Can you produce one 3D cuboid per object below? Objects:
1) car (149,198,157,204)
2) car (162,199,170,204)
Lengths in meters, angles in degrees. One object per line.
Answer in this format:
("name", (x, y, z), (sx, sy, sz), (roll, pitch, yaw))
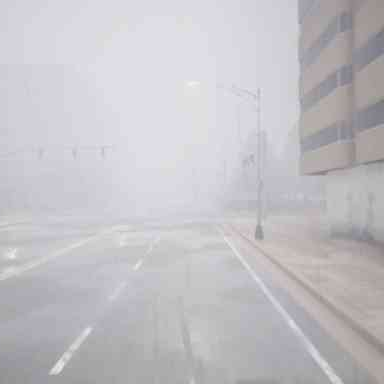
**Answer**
("car", (-10.474, 2.447, 89.539), (2.128, 1.511, 4.902), (0, -1, 0))
("car", (-6.974, 2.474, 89.538), (1.994, 1.385, 4.181), (0, -1, 0))
